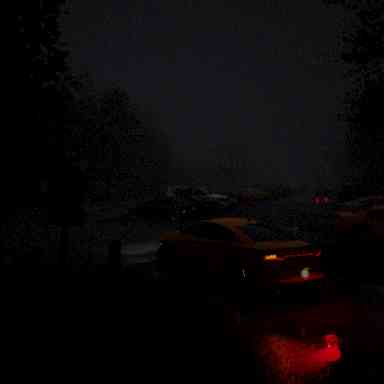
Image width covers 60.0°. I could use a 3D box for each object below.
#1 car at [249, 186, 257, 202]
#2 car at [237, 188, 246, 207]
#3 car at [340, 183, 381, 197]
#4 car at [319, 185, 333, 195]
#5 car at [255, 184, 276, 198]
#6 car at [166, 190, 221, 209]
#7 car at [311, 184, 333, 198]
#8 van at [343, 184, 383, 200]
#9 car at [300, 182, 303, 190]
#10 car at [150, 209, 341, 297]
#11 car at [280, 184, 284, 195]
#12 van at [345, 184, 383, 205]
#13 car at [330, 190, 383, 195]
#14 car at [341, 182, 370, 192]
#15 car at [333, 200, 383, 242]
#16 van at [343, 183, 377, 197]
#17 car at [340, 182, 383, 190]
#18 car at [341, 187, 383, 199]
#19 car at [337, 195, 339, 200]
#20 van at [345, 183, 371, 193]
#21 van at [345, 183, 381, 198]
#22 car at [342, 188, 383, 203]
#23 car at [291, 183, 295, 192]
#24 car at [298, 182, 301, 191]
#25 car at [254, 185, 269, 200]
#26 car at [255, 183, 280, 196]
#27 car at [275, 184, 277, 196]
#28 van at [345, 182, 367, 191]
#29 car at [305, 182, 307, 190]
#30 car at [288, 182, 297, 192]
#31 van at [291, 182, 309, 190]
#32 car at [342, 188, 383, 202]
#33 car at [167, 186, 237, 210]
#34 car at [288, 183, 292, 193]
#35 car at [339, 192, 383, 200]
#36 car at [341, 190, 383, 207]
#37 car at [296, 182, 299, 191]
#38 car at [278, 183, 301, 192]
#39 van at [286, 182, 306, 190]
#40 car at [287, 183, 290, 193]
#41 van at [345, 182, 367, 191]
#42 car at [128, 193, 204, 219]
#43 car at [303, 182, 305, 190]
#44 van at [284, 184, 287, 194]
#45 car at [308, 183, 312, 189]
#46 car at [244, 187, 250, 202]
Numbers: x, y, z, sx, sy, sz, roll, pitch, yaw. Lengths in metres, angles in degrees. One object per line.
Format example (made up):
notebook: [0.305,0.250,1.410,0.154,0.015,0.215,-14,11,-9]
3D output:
car: [3.664,0.477,34.737,5.366,1.575,1.946,1,3,25]
car: [1.683,0.703,29.542,5.366,1.575,1.946,1,3,25]
car: [26.086,-0.426,51.804,5.566,2.045,2.435,1,2,25]
car: [22.856,-0.344,56.543,1.882,1.535,5.008,1,2,25]
car: [7.478,0.160,42.140,5.366,1.575,1.946,1,3,25]
car: [-0.799,0.924,24.577,5.008,1.535,2.097,1,3,25]
car: [18.555,-0.010,47.192,2.128,1.511,4.902,1,2,25]
van: [21.380,-0.055,41.762,4.442,1.987,1.878,1,2,24]
car: [19.890,-0.813,70.019,5.366,1.575,1.946,1,2,25]
car: [0.887,1.392,8.462,1.882,1.535,5.008,2,-1,-31]
car: [10.811,-0.089,49.762,4.792,1.488,2.163,1,2,25]
van: [18.175,0.238,34.256,4.442,1.987,1.878,1,3,25]
car: [13.223,0.898,24.221,5.366,1.575,1.946,1,3,25]
car: [35.393,-1.117,72.043,5.566,2.045,2.435,1,2,25]
car: [8.811,1.339,14.199,5.008,1.535,2.097,1,3,25]
van: [24.849,-0.316,49.327,4.442,1.987,1.878,1,2,25]
car: [15.730,0.434,29.150,5.566,2.045,2.435,1,3,25]
car: [22.646,0.084,44.253,5.008,1.535,2.097,1,2,25]
car: [11.051,1.153,19.128,4.792,1.488,2.163,1,3,25]
van: [32.054,-0.832,64.437,4.442,1.987,1.878,1,2,25]
van: [23.904,-0.226,46.714,4.442,1.987,1.878,1,2,25]
car: [19.253,0.388,36.819,4.792,1.488,2.163,1,3,25]
car: [15.395,-0.434,59.871,4.792,1.488,2.163,1,2,25]
car: [18.894,-0.720,67.423,4.892,1.521,2.231,1,2,25]
car: [6.033,0.254,39.887,5.366,1.575,1.946,1,3,25]
car: [9.654,-0.155,47.237,4.553,1.767,2.185,1,2,25]
car: [8.460,0.063,44.733,4.892,1.521,2.231,1,3,25]
van: [36.681,-1.175,74.499,4.442,1.987,1.878,1,2,25]
car: [23.531,-1.066,77.508,5.008,1.535,2.097,1,2,25]
car: [16.412,-0.555,62.456,5.366,1.575,1.946,1,2,25]
van: [29.220,-1.649,90.139,4.442,1.987,1.878,1,1,25]
car: [20.355,0.294,39.215,4.792,1.488,2.163,1,2,25]
car: [0.380,0.563,27.076,5.566,2.045,2.435,1,3,25]
car: [14.235,-0.348,57.350,4.792,1.488,2.163,1,2,25]
car: [10.001,1.104,16.695,4.553,1.767,2.185,1,3,25]
car: [16.835,0.603,31.700,4.792,1.488,2.163,1,3,25]
car: [17.746,-0.634,64.897,4.892,1.521,2.231,1,2,25]
car: [21.190,-1.020,72.472,4.553,1.767,2.185,1,2,25]
van: [25.749,-1.465,82.588,4.442,1.987,1.878,1,2,25]
car: [13.076,-0.262,54.829,4.792,1.488,2.163,1,2,25]
van: [37.786,-1.257,76.902,4.442,1.987,1.878,1,2,25]
car: [-1.990,1.063,22.072,4.792,1.488,2.163,1,3,25]
car: [22.349,-1.106,74.993,4.553,1.767,2.185,1,2,25]
van: [12.050,-0.429,52.238,4.442,1.987,1.878,1,2,25]
car: [27.040,-1.575,85.048,5.566,2.045,2.435,1,2,25]
car: [2.679,0.594,32.137,4.892,1.521,2.231,1,3,25]
